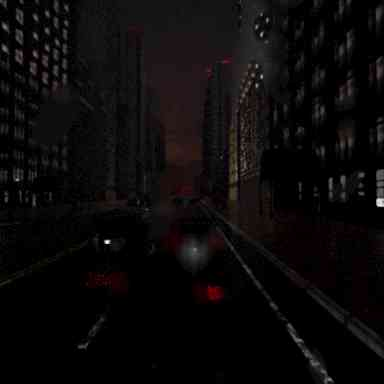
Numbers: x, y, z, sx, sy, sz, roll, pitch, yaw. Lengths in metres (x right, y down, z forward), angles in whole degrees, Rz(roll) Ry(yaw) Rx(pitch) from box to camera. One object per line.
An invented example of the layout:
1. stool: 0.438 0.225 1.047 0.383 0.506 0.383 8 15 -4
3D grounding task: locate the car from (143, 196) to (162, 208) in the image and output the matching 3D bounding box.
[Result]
1. car: -6.409 1.856 54.566 1.812 1.442 4.674 0 0 1

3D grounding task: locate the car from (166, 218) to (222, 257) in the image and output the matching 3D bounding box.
1. car: 0.096 1.682 13.268 1.895 1.301 4.718 0 0 1

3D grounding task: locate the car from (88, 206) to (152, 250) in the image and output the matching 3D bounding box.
1. car: -3.136 1.594 14.837 1.837 1.490 4.892 0 0 1

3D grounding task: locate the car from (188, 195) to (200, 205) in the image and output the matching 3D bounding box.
1. car: 0.204 1.891 68.892 1.882 1.535 5.008 0 0 0

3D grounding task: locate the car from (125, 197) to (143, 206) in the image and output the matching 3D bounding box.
1. car: -9.657 1.856 54.570 1.812 1.442 4.674 0 0 1

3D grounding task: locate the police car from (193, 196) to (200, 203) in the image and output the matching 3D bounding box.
1. police car: 1.241 1.969 89.602 1.930 1.638 5.238 0 0 0

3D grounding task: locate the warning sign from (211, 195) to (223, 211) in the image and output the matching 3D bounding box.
1. warning sign: 2.950 1.355 39.500 1.300 1.860 1.060 -1 -1 0

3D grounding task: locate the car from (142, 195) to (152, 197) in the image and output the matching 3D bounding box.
1. car: -9.542 1.618 70.272 2.150 2.045 5.566 0 0 0

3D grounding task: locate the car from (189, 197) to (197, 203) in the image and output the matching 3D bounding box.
1. car: 0.236 1.869 79.316 1.837 1.490 4.892 0 0 0

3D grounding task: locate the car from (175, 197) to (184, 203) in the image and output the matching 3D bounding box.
1. car: -3.013 1.882 79.742 1.837 1.490 4.892 0 0 0

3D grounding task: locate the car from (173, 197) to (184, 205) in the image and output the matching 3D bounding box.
1. car: -3.045 1.955 69.318 2.033 1.411 5.357 0 0 0

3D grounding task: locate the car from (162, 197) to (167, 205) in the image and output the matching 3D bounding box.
1. car: -6.292 1.894 70.289 1.837 1.490 4.892 0 0 0
